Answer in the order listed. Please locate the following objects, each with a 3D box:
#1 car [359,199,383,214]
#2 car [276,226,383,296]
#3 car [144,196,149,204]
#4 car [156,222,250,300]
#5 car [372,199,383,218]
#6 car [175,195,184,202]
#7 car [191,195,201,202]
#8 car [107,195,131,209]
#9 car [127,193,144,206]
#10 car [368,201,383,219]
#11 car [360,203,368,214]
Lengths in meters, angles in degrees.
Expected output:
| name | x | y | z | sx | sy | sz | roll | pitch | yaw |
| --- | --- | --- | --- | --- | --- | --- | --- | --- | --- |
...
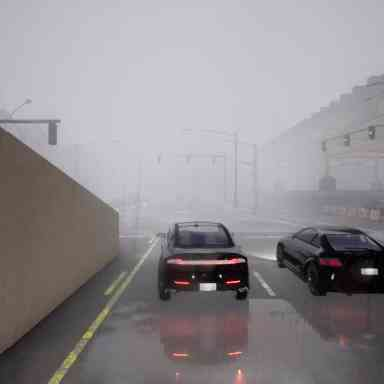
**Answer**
| name | x | y | z | sx | sy | sz | roll | pitch | yaw |
| --- | --- | --- | --- | --- | --- | --- | --- | --- | --- |
| car | 17.590 | 1.295 | 31.464 | 4.536 | 1.218 | 1.853 | 0 | 0 | -45 |
| car | 3.575 | 1.564 | 8.676 | 1.994 | 1.385 | 4.181 | 0 | 0 | 0 |
| car | -9.771 | 1.564 | 65.925 | 1.994 | 1.385 | 4.181 | 0 | 0 | 2 |
| car | 0.137 | 1.492 | 8.393 | 2.128 | 1.511 | 4.902 | 0 | 0 | -4 |
| car | 17.476 | 1.295 | 26.778 | 1.853 | 1.218 | 4.536 | 0 | 0 | -35 |
| car | -2.635 | 1.355 | 70.063 | 2.033 | 1.411 | 5.357 | 0 | 0 | 1 |
| car | 0.864 | 1.355 | 69.974 | 2.033 | 1.411 | 5.357 | 0 | 0 | 1 |
| car | -10.344 | 1.547 | 46.022 | 2.033 | 1.411 | 5.357 | 0 | 0 | 2 |
| car | -10.083 | 1.221 | 55.953 | 2.150 | 2.045 | 5.566 | 0 | 0 | 2 |
| car | 17.446 | 1.453 | 26.820 | 2.038 | 1.542 | 4.974 | 0 | 0 | -35 |
| car | 17.553 | 1.453 | 31.427 | 4.974 | 1.542 | 2.038 | 0 | 0 | -45 |
